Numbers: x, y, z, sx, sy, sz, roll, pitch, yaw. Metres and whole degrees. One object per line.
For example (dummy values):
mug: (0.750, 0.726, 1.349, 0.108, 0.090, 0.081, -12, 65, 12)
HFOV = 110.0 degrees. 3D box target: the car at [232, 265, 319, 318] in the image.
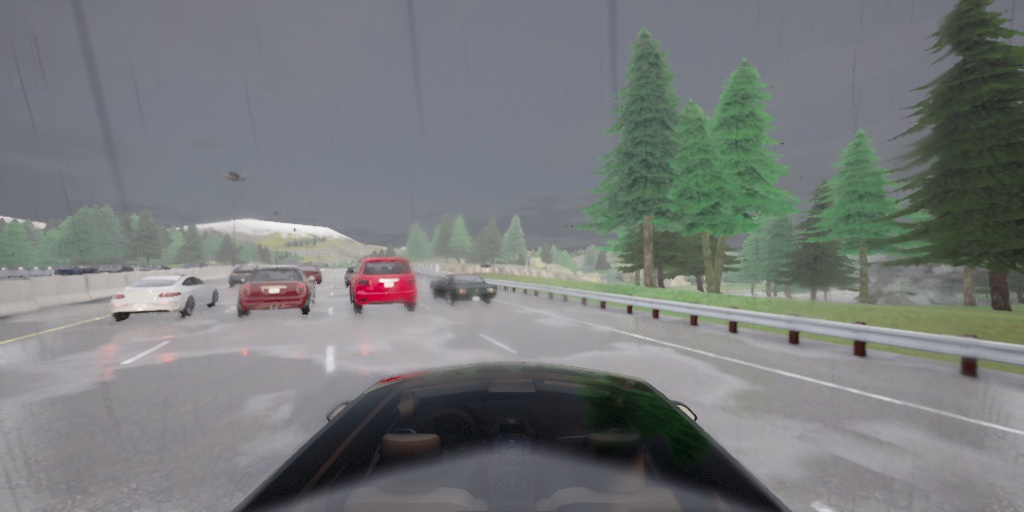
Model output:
car: (-8.923, 1.207, 13.964, 2.097, 1.767, 4.553, 0, -1, -26)

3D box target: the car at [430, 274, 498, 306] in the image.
car: (-2.416, 1.466, 16.587, 1.895, 1.301, 4.718, 0, 0, -26)

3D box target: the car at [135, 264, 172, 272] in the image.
car: (-43.562, 1.718, 44.016, 1.994, 1.385, 4.181, 0, -1, -26)

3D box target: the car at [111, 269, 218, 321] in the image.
car: (-12.360, 1.379, 13.024, 1.812, 1.442, 4.674, 0, 0, -26)

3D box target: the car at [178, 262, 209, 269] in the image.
car: (-40.459, 1.513, 45.626, 2.097, 1.767, 4.553, 0, -1, -26)

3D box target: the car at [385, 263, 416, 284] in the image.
car: (-9.873, 1.465, 31.582, 1.882, 1.535, 5.008, 0, 0, -26)

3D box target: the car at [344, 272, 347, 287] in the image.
car: (-11.546, 1.504, 27.018, 2.033, 1.411, 5.357, 0, 0, -26)

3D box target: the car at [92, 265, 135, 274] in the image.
car: (-46.664, 1.710, 42.404, 1.994, 1.385, 4.181, 0, -1, -26)

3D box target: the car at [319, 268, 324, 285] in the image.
car: (-16.133, 1.451, 28.447, 1.882, 1.535, 5.008, 0, 0, -26)

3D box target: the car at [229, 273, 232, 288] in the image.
car: (-18.760, 1.451, 25.853, 2.128, 1.511, 4.902, 0, 0, -26)

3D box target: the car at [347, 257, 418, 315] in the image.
car: (-5.342, 1.078, 14.599, 2.150, 2.045, 5.566, 0, 0, -26)
